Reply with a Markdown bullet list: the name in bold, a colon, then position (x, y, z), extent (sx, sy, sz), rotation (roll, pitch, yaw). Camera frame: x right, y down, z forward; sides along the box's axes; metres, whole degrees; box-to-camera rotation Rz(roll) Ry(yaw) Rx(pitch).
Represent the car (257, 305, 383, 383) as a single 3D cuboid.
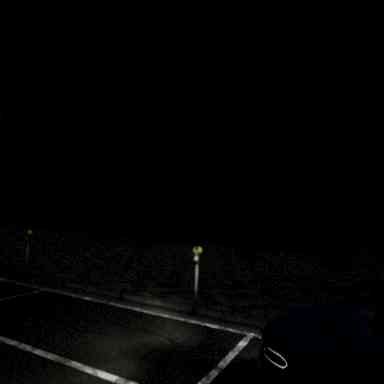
- **car**: position (3.139, 1.763, 3.145), extent (5.008, 1.535, 1.882), rotation (1, -3, 28)
